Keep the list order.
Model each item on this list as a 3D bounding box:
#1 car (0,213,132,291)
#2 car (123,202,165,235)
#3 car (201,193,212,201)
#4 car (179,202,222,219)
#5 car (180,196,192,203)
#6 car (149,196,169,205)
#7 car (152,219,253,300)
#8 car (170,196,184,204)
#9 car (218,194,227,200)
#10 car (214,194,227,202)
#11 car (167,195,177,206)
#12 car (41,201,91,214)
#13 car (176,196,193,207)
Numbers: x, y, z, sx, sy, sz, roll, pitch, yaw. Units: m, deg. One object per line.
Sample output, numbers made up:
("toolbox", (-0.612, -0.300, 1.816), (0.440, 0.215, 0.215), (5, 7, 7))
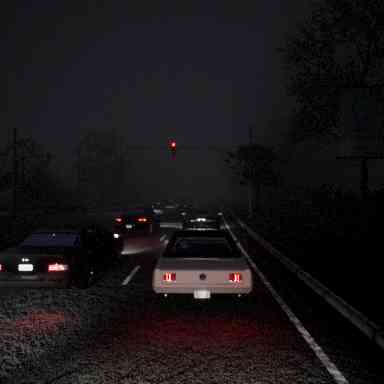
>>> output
("car", (-3.261, 1.547, 9.115), (2.033, 1.411, 5.357), (0, 0, 1))
("car", (-2.949, 1.526, 18.693), (1.812, 1.442, 4.674), (0, 0, 4))
("car", (3.642, 1.225, 82.133), (2.150, 2.045, 5.566), (0, 0, 10))
("car", (0.513, 1.505, 17.580), (1.837, 1.490, 4.892), (0, 0, 2))
("car", (-1.379, 1.552, 72.976), (1.994, 1.385, 4.181), (0, 0, 8))
("car", (-4.853, 1.601, 45.180), (1.895, 1.301, 4.718), (0, 0, 5))
("car", (0.228, 1.601, 8.355), (1.895, 1.301, 4.718), (0, 0, 1))
("car", (-2.808, 1.505, 63.019), (1.837, 1.490, 4.892), (0, 0, 8))
("car", (7.936, 1.346, 86.342), (1.882, 1.535, 5.008), (0, 0, 11))
("car", (6.277, 1.548, 76.636), (1.994, 1.385, 4.181), (0, 0, 9))
("car", (-3.918, 1.352, 54.101), (2.097, 1.767, 4.553), (0, 0, 7))
("car", (-13.165, 1.601, 35.108), (4.718, 1.301, 1.895), (0, 0, 0))
("car", (-0.771, 1.600, 47.020), (1.895, 1.301, 4.718), (0, 0, 3))
